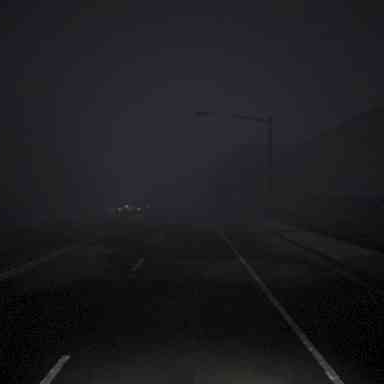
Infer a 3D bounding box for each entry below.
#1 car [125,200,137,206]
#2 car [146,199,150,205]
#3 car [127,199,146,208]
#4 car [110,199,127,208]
[{"bbox_3d":[-13.981,2.431,76.955,1.895,1.301,4.718,0,-1,0],"label":"car"},{"bbox_3d":[-10.481,2.312,76.795,1.882,1.535,5.008,0,-1,0],"label":"car"},{"bbox_3d":[-10.500,2.161,63.001,1.882,1.535,5.008,0,-1,0],"label":"car"},{"bbox_3d":[-13.997,2.037,63.034,2.097,1.767,4.553,0,-1,0],"label":"car"}]
